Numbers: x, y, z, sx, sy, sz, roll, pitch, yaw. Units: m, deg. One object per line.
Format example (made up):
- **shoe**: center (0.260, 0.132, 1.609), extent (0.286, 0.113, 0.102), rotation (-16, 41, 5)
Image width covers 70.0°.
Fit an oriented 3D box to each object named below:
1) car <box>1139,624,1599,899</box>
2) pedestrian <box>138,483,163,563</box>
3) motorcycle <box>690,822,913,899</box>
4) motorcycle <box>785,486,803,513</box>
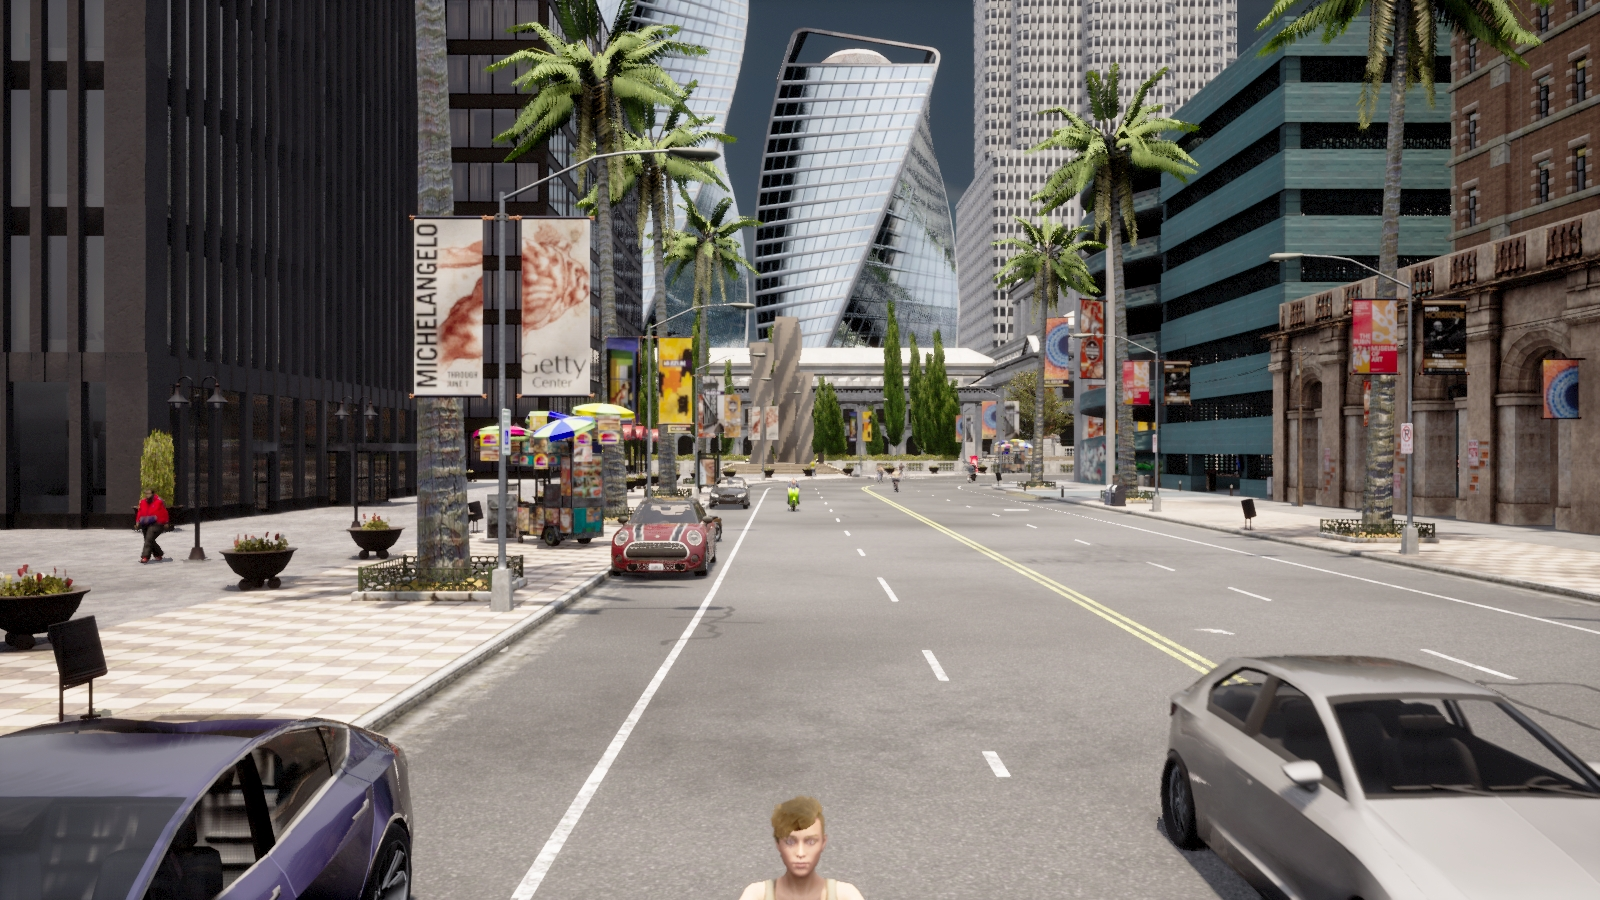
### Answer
- **car**: center (3.502, 2.069, 6.655), extent (1.816, 1.474, 4.193), rotation (0, 0, 0)
- **pedestrian**: center (-15.314, 1.725, 26.943), extent (0.375, 1.860, 0.375), rotation (0, 0, 1)
- **motorcycle**: center (0.005, 2.171, 3.543), extent (0.764, 1.277, 2.356), rotation (0, 0, 0)
- **motorcycle**: center (-0.289, 2.234, 52.232), extent (0.803, 1.145, 2.033), rotation (0, 0, -1)
